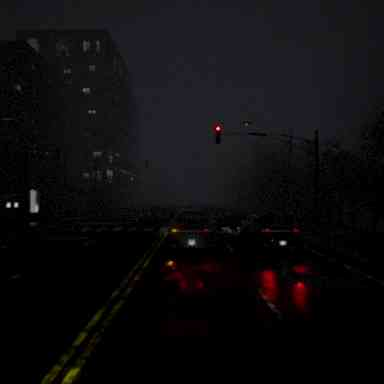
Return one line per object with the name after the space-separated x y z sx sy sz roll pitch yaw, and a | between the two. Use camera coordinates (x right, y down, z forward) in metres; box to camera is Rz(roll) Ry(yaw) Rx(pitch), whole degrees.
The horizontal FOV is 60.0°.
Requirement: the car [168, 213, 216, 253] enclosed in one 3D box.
0.002 1.630 14.292 2.128 1.511 4.902 0 0 0 | car

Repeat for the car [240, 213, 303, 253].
3.252 1.630 14.302 2.128 1.511 4.902 0 0 0 | car
